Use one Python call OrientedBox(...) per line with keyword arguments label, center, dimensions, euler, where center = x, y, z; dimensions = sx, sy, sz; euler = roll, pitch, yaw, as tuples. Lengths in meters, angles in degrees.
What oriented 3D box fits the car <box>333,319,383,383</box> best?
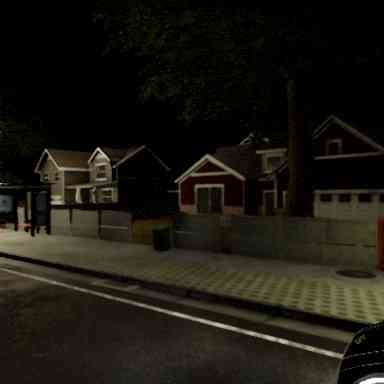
OrientedBox(label="car", center=(3.151, 1.333, 1.747), dimensions=(4.553, 1.767, 2.097), euler=(-1, 0, 35))
